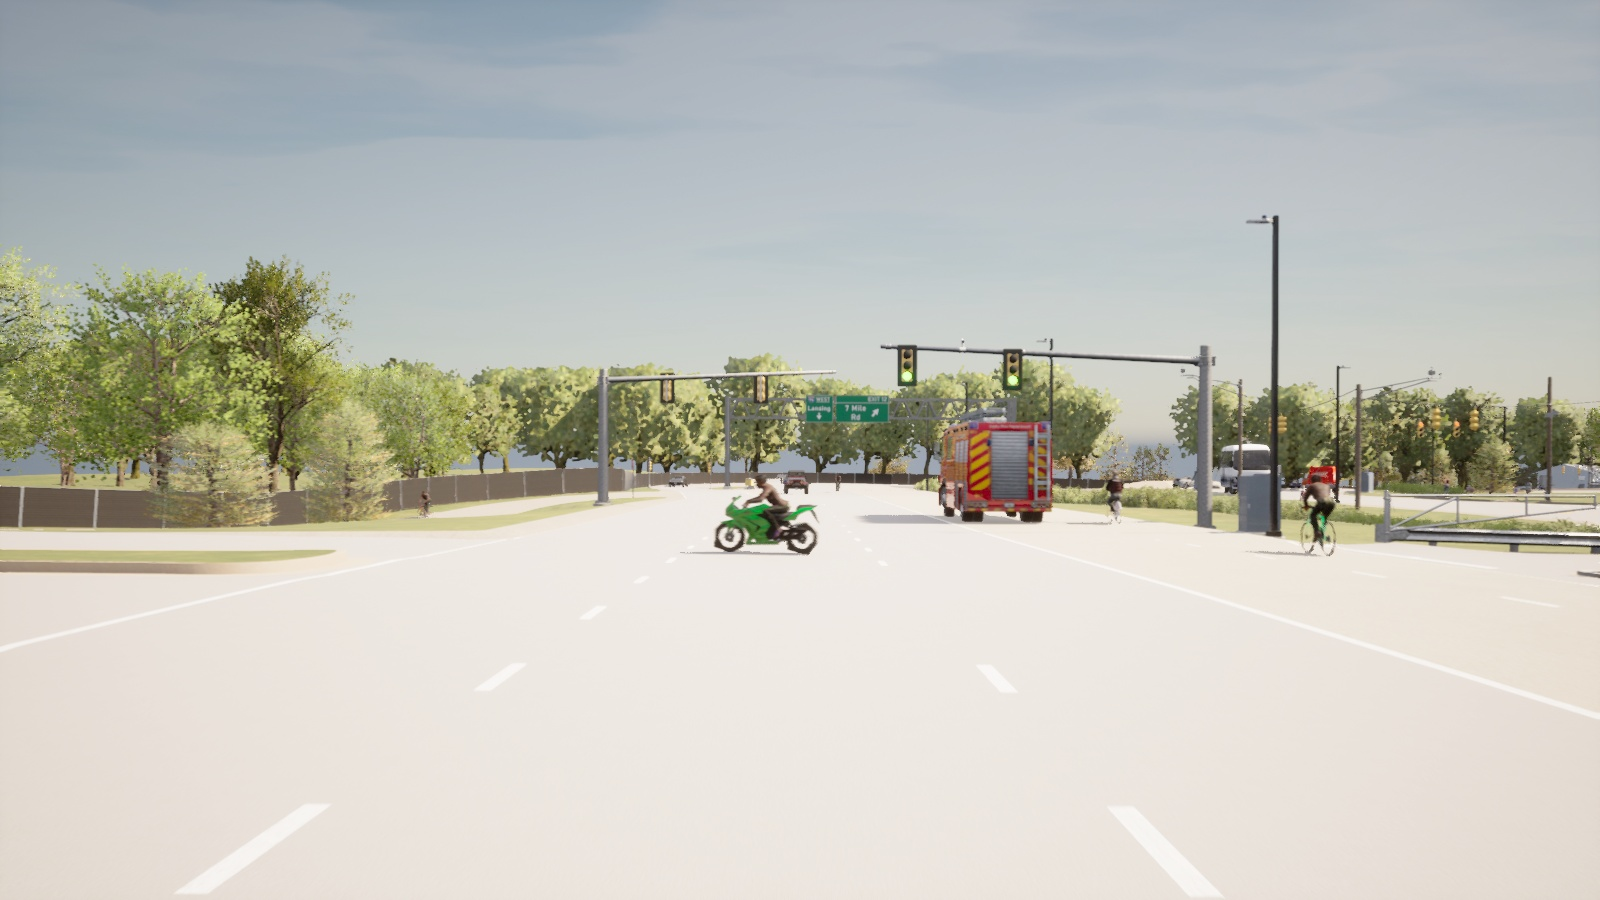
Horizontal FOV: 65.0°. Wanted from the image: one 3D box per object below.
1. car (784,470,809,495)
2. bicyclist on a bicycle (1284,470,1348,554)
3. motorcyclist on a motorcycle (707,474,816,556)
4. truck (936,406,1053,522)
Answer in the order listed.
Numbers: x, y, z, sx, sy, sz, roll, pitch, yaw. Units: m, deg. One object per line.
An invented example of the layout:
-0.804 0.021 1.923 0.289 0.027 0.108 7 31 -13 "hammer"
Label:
-0.244 2.523 98.642 1.905 1.878 3.866 0 -1 0 "car"
10.446 1.242 25.486 0.582 1.620 1.656 2 -2 0 "bicyclist on a bicycle"
-0.731 1.236 24.055 2.044 1.523 0.797 1 -1 -1 "motorcyclist on a motorcycle"
6.883 0.541 45.752 2.891 3.827 8.468 0 -1 0 "truck"
